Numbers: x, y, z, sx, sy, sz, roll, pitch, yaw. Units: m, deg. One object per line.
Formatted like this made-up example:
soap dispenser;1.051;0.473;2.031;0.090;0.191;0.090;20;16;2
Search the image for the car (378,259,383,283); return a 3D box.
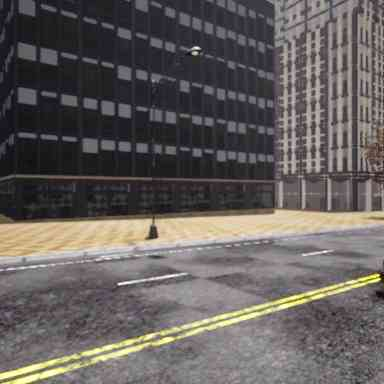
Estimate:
car;6.796;1.683;8.372;5.357;1.411;2.033;1;-1;-35
